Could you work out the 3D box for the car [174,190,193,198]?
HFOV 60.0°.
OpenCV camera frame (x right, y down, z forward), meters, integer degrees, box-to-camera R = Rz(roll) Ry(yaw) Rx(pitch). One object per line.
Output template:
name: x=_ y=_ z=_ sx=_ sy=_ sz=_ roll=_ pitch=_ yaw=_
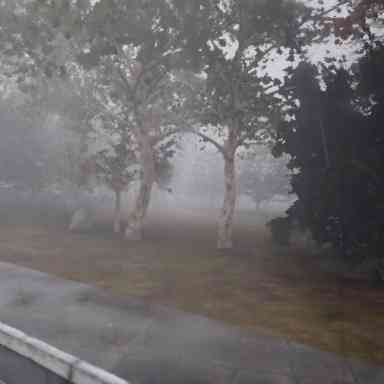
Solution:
car: x=-2.613 y=0.548 z=93.870 sx=2.435 sy=2.045 sz=5.566 roll=7 pitch=2 yaw=41
